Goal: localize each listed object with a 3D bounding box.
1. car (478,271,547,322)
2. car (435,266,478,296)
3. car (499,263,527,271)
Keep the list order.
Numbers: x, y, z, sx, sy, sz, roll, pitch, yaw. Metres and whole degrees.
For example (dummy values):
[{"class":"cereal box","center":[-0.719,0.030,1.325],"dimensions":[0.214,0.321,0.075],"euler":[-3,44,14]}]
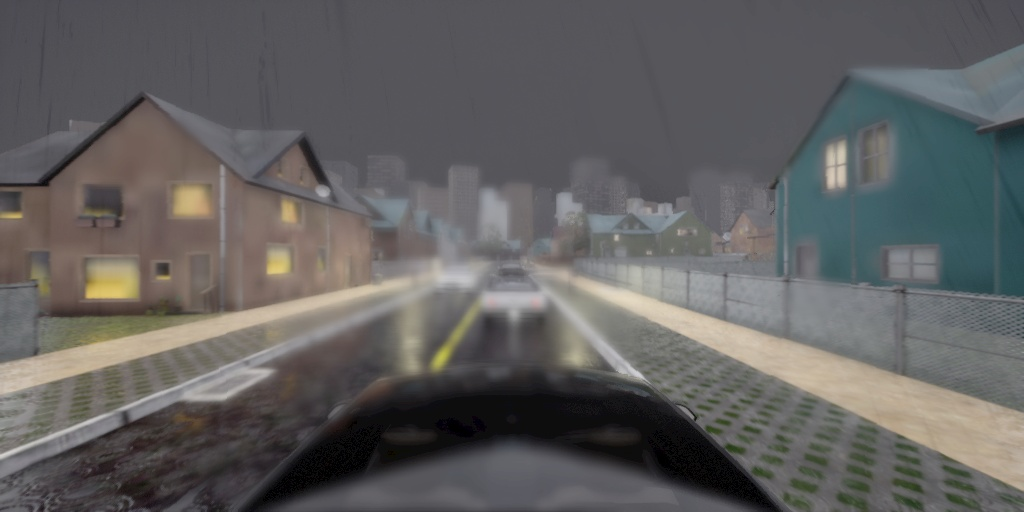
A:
[{"class":"car","center":[0.079,1.350,12.334],"dimensions":[1.895,1.301,4.718],"euler":[0,0,0]},{"class":"car","center":[-2.840,1.275,19.297],"dimensions":[1.812,1.442,4.674],"euler":[0,0,0]},{"class":"car","center":[0.070,1.227,26.175],"dimensions":[1.882,1.535,5.008],"euler":[0,0,0]}]
